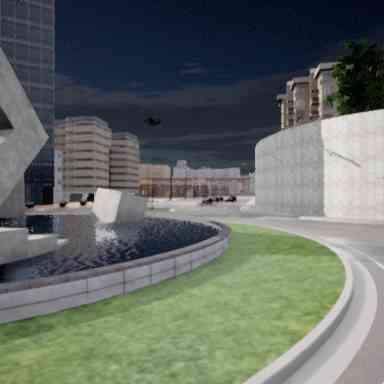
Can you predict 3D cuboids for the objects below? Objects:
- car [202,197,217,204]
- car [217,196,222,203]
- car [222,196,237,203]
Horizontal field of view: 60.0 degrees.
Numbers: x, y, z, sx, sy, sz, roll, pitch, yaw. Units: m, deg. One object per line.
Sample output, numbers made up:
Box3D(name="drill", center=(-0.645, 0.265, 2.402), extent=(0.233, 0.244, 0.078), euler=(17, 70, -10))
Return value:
Box3D(name="car", center=(3.270, 1.790, 68.937), extent=(2.128, 1.511, 4.902), euler=(0, 0, 12))
Box3D(name="car", center=(5.383, 1.838, 78.956), extent=(1.812, 1.442, 4.674), euler=(0, 0, 12))
Box3D(name="car", center=(8.986, 1.903, 79.078), extent=(1.895, 1.301, 4.718), euler=(0, 0, 12))
